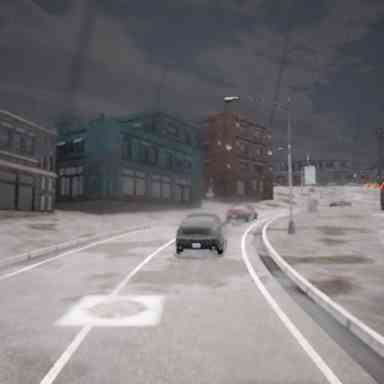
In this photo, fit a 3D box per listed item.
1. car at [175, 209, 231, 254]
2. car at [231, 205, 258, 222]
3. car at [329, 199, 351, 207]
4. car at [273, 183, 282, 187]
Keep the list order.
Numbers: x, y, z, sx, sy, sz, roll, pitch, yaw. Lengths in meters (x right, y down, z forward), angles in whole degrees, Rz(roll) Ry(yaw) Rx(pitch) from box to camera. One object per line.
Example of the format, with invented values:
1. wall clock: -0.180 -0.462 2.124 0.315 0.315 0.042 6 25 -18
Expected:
1. car: 0.523 1.682 14.426 1.837 1.490 4.892 -1 0 9
2. car: 4.350 1.814 28.874 1.812 1.442 4.674 -2 -1 24
3. car: 26.620 2.035 59.893 4.181 1.385 1.994 0 -4 -31
4. car: 22.087 -1.759 90.682 4.553 1.767 2.185 0 -5 -1
